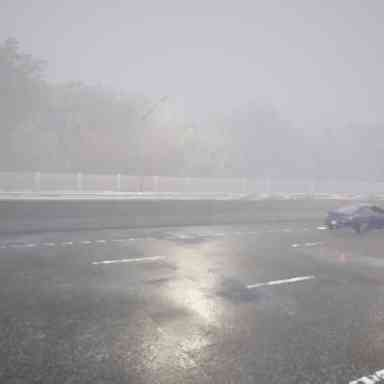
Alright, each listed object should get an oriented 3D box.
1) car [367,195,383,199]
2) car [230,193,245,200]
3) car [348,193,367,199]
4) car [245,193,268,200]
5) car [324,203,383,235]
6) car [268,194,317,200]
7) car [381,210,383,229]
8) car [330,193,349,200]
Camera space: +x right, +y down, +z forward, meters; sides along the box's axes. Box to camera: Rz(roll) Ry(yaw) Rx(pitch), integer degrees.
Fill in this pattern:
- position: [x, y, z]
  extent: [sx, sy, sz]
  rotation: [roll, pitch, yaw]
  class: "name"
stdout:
- position: [24.449, 1.099, 40.983]
  extent: [5.008, 1.535, 1.882]
  rotation: [0, 1, -27]
  class: "car"
- position: [6.661, 0.824, 39.735]
  extent: [4.674, 1.442, 1.812]
  rotation: [1, 1, -27]
  class: "car"
- position: [24.033, 1.085, 44.676]
  extent: [5.357, 1.411, 2.033]
  rotation: [1, 1, -27]
  class: "car"
- position: [8.561, 0.922, 36.782]
  extent: [4.674, 1.442, 1.812]
  rotation: [1, 1, -27]
  class: "car"
- position: [8.949, 1.329, 17.237]
  extent: [4.674, 1.442, 1.812]
  rotation: [1, 1, -27]
  class: "car"
- position: [10.656, 0.989, 33.925]
  extent: [4.902, 1.511, 2.128]
  rotation: [1, 1, -27]
  class: "car"
- position: [10.598, 1.250, 14.148]
  extent: [4.553, 1.767, 2.097]
  rotation: [1, 1, -27]
  class: "car"
- position: [21.932, 0.916, 47.536]
  extent: [5.008, 1.535, 1.882]
  rotation: [1, 1, -27]
  class: "car"
